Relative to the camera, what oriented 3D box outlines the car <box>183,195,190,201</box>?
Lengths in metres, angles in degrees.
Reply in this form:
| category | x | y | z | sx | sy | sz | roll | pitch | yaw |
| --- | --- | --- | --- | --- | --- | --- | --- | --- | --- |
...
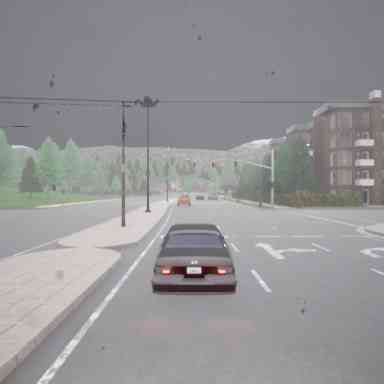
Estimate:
| category | x | y | z | sx | sy | sz | roll | pitch | yaw |
| --- | --- | --- | --- | --- | --- | --- | --- | --- | --- |
| car | -1.429 | 1.496 | 85.436 | 1.812 | 1.442 | 4.674 | 0 | 0 | 0 |

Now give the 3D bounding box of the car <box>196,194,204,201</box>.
| category | x | y | z | sx | sy | sz | roll | pitch | yaw |
| --- | --- | --- | --- | --- | --- | --- | --- | --- | --- |
| car | 2.071 | 1.451 | 85.471 | 1.882 | 1.535 | 5.008 | 0 | 0 | 0 |

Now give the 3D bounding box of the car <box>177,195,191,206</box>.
| category | x | y | z | sx | sy | sz | roll | pitch | yaw |
| --- | --- | --- | --- | --- | --- | --- | --- | --- | --- |
| car | -1.298 | 1.335 | 54.611 | 2.097 | 1.767 | 4.553 | 0 | 0 | -1 |

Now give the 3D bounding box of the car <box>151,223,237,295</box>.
| category | x | y | z | sx | sy | sz | roll | pitch | yaw |
| --- | --- | --- | --- | --- | --- | --- | --- | --- | --- |
| car | 0.052 | 1.545 | 8.865 | 2.033 | 1.411 | 5.357 | 0 | 0 | 0 |

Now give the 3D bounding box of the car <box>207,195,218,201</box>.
| category | x | y | z | sx | sy | sz | roll | pitch | yaw |
| --- | --- | --- | --- | --- | --- | --- | --- | --- | --- |
| car | 5.571 | 1.513 | 85.475 | 2.033 | 1.411 | 5.357 | 0 | 0 | 0 |
